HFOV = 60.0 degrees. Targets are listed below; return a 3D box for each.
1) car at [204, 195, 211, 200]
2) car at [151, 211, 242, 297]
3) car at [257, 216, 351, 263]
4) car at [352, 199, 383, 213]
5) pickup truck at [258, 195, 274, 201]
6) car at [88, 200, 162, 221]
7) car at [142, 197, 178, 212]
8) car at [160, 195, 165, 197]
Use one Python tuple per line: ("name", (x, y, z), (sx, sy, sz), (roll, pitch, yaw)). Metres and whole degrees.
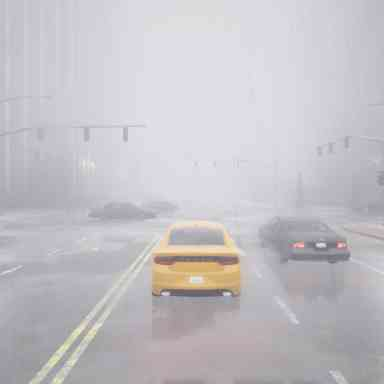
("car", (4.239, 1.595, 91.187), (1.895, 1.301, 4.718), (0, 0, 0))
("car", (0.121, 1.478, 8.636), (1.882, 1.535, 5.008), (0, 0, 1))
("car", (3.667, 1.547, 11.876), (2.033, 1.411, 5.357), (0, 0, 1))
("car", (20.211, 1.505, 36.615), (4.892, 1.490, 1.837), (0, 0, 1))
("pickup truck", (17.241, 1.059, 76.577), (2.390, 2.098, 6.274), (0, 0, 31))
("car", (-5.379, 1.547, 26.379), (5.357, 1.411, 2.033), (0, 0, 1))
("car", (-3.483, 1.564, 35.864), (4.181, 1.385, 1.994), (0, 0, -43))
("car", (-6.572, 1.477, 61.248), (1.882, 1.535, 5.008), (0, 0, 1))
